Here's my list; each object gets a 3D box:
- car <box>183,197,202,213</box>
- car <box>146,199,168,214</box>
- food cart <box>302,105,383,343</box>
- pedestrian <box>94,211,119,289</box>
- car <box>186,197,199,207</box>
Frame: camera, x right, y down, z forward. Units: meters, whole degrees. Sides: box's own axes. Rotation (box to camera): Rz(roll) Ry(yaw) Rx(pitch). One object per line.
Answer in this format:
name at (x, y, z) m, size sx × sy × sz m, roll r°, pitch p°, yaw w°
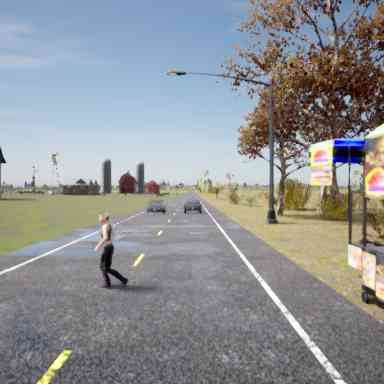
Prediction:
car at (0.097, 1.460, 36.446) m, size 2.128 × 1.511 × 4.902 m, roll 0°, pitch 0°, yaw 0°
car at (-3.596, 1.475, 34.646) m, size 1.837 × 1.490 × 4.892 m, roll 0°, pitch 0°, yaw 0°
food cart at (4.019, 0.461, 6.282) m, size 2.280 × 3.560 × 4.660 m, roll 1°, pitch 1°, yaw 0°
pedestrian at (-1.960, 1.291, 7.623) m, size 0.375 × 1.860 × 0.375 m, roll -1°, pitch 1°, yaw -3°
car at (0.084, 1.479, 50.291) m, size 1.812 × 1.442 × 4.674 m, roll 0°, pitch 0°, yaw -1°
